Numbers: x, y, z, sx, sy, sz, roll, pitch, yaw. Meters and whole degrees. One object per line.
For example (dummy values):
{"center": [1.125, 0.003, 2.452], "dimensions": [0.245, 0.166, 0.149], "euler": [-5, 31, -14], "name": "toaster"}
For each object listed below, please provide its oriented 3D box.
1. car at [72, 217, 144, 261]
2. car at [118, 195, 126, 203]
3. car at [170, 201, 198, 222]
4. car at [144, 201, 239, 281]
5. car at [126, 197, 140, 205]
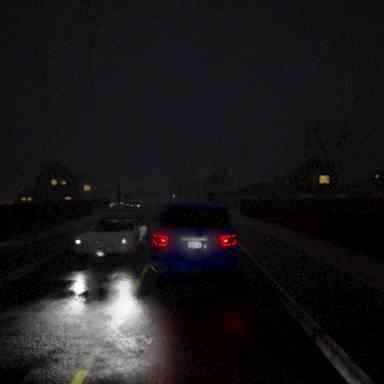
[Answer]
{"center": [-2.902, 1.654, 12.643], "dimensions": [1.895, 1.301, 4.718], "euler": [0, 0, -1], "name": "car"}
{"center": [-18.271, 1.777, 88.248], "dimensions": [2.150, 2.045, 5.566], "euler": [0, -1, -22], "name": "car"}
{"center": [-0.758, 1.621, 28.289], "dimensions": [2.128, 1.511, 4.902], "euler": [0, 0, -4], "name": "car"}
{"center": [0.060, 1.266, 10.105], "dimensions": [2.150, 2.045, 5.566], "euler": [0, 0, 0], "name": "car"}
{"center": [-12.701, 1.935, 73.187], "dimensions": [2.097, 1.767, 4.553], "euler": [0, -1, -18], "name": "car"}
